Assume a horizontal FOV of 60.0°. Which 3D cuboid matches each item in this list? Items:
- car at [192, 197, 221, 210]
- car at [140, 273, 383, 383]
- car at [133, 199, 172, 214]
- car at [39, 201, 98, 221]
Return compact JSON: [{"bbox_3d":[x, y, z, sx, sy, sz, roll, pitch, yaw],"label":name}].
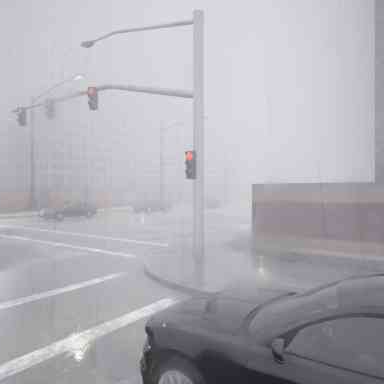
[{"bbox_3d":[1.994,1.478,44.029,1.882,1.535,5.008,0,0,36],"label":"car"},{"bbox_3d":[1.731,1.478,2.771,5.008,1.535,1.882,0,0,37],"label":"car"},{"bbox_3d":[-4.176,1.505,35.574,1.837,1.490,4.892,0,0,36],"label":"car"},{"bbox_3d":[-10.105,1.491,27.436,2.128,1.511,4.902,0,0,34],"label":"car"}]
